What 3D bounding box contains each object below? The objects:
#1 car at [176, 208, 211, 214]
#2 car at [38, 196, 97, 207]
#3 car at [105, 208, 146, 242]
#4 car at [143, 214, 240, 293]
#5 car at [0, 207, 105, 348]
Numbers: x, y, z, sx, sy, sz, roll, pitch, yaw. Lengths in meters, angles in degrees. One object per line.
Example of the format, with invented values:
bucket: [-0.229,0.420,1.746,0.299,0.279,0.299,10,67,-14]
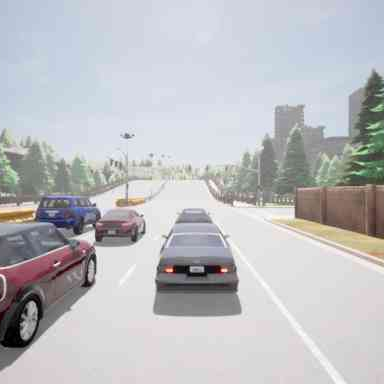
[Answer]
car: [0.101,1.563,18.205,1.994,1.385,4.181,0,0,0]
car: [-6.899,1.222,19.043,2.150,2.045,5.566,0,0,0]
car: [-3.402,1.525,16.255,1.812,1.442,4.674,0,0,-1]
car: [0.100,1.547,8.965,2.033,1.411,5.357,0,0,0]
car: [-3.401,1.352,6.456,2.097,1.767,4.553,0,0,0]
